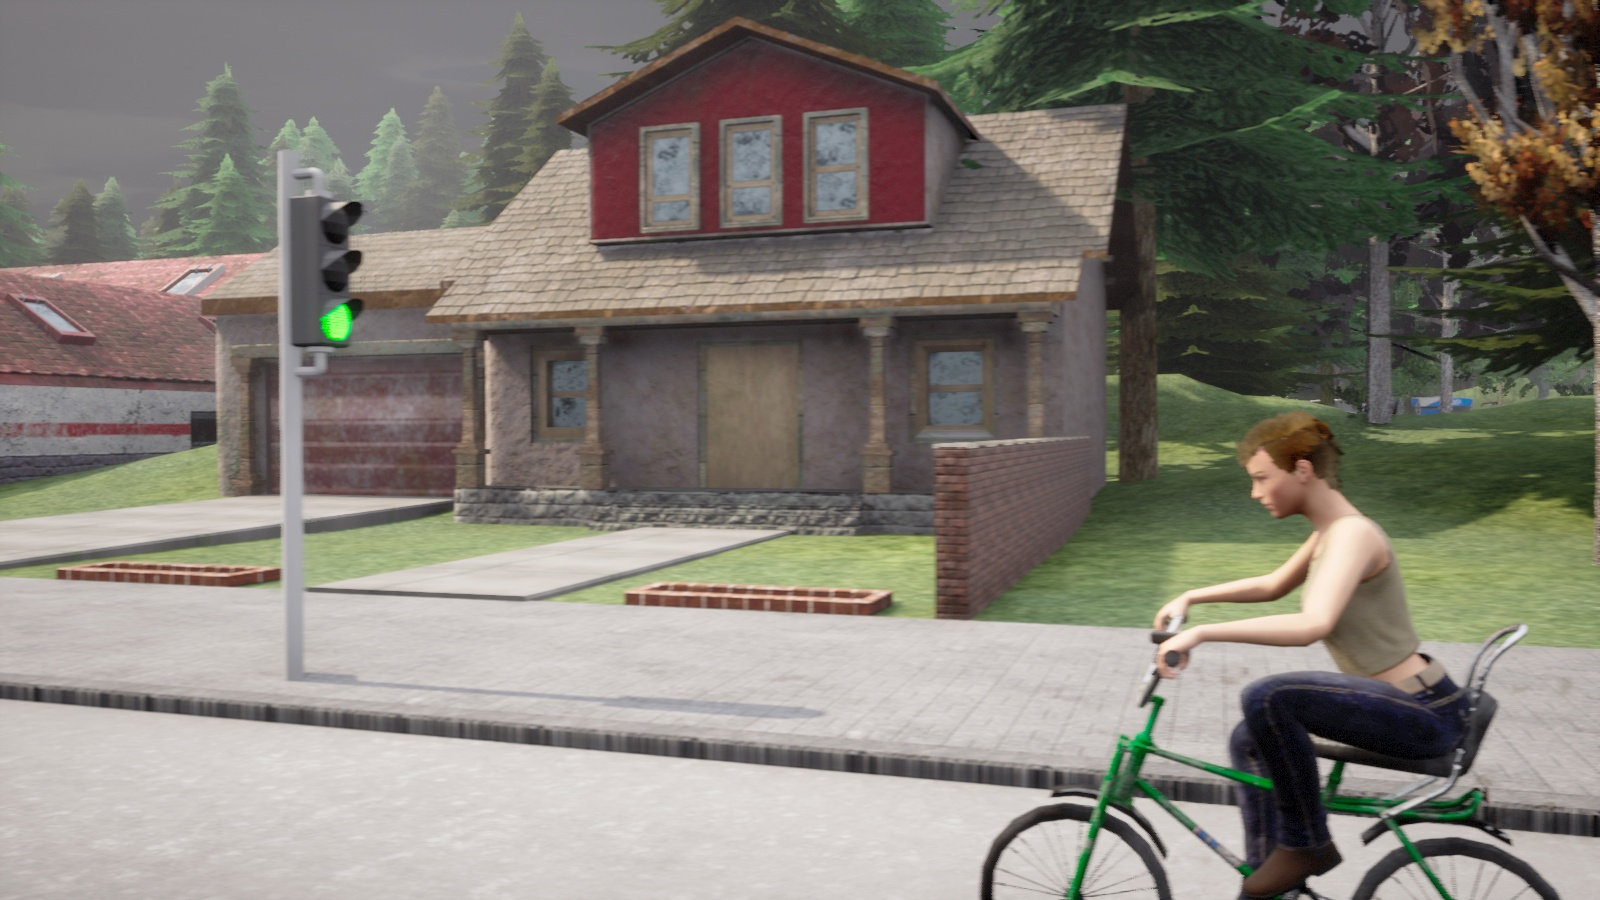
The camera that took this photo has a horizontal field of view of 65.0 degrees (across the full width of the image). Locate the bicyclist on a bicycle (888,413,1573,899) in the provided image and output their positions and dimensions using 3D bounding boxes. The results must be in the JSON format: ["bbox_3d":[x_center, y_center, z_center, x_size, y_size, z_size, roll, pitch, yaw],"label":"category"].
[{"bbox_3d":[1.078,0.713,3.359,1.509,1.612,0.866,0,1,18],"label":"bicyclist on a bicycle"}]
